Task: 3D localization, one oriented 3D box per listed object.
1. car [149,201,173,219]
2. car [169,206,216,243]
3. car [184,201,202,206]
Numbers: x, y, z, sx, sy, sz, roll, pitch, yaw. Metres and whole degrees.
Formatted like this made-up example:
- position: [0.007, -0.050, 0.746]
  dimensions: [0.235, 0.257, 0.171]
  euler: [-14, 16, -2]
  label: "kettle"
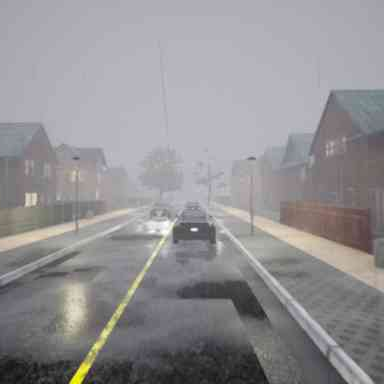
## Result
- position: [-2.750, 1.613, 30.441]
  dimensions: [2.128, 1.511, 4.902]
  euler: [0, 0, 0]
  label: "car"
- position: [0.099, 1.599, 16.330]
  dimensions: [1.994, 1.385, 4.181]
  euler: [0, 0, 0]
  label: "car"
- position: [0.099, 1.672, 34.912]
  dimensions: [2.033, 1.411, 5.357]
  euler: [0, 0, 0]
  label: "car"
